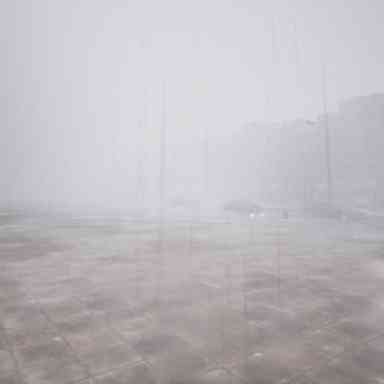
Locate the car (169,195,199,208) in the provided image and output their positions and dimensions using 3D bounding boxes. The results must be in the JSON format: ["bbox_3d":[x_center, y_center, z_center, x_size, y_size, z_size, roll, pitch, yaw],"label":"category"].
[{"bbox_3d":[-1.006,1.190,41.755,2.128,1.511,4.902,-2,2,-35],"label":"car"}]

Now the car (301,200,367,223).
[{"bbox_3d":[10.646,1.427,25.251,1.837,1.490,4.892,-2,2,-35],"label":"car"}]

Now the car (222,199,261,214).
[{"bbox_3d":[4.906,1.377,33.372,1.994,1.385,4.181,-2,2,-36],"label":"car"}]
